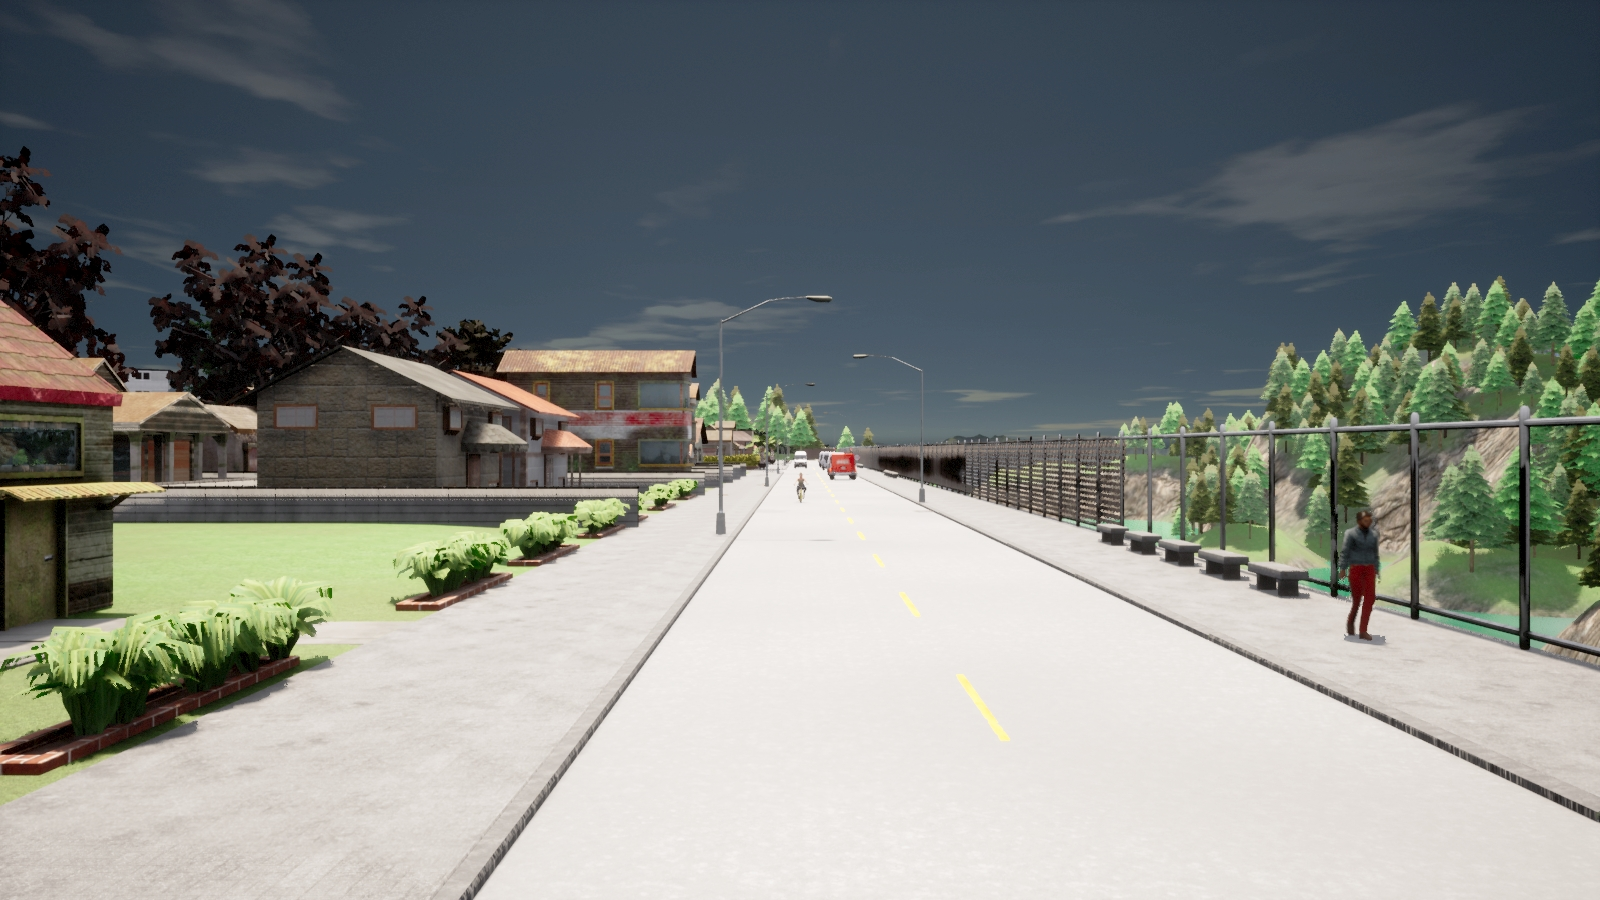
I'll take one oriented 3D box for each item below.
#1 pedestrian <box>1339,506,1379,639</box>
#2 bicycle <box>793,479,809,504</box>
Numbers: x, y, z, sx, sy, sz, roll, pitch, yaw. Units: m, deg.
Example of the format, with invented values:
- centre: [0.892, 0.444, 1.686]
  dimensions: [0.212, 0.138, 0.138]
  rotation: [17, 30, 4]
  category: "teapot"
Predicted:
- centre: [7.979, 1.743, 16.310]
  dimensions: [0.375, 1.860, 0.375]
  rotation: [0, 0, -1]
  category: "pedestrian"
- centre: [0.056, 2.158, 59.762]
  dimensions: [0.859, 1.276, 1.487]
  rotation: [0, 0, 0]
  category: "bicycle"
